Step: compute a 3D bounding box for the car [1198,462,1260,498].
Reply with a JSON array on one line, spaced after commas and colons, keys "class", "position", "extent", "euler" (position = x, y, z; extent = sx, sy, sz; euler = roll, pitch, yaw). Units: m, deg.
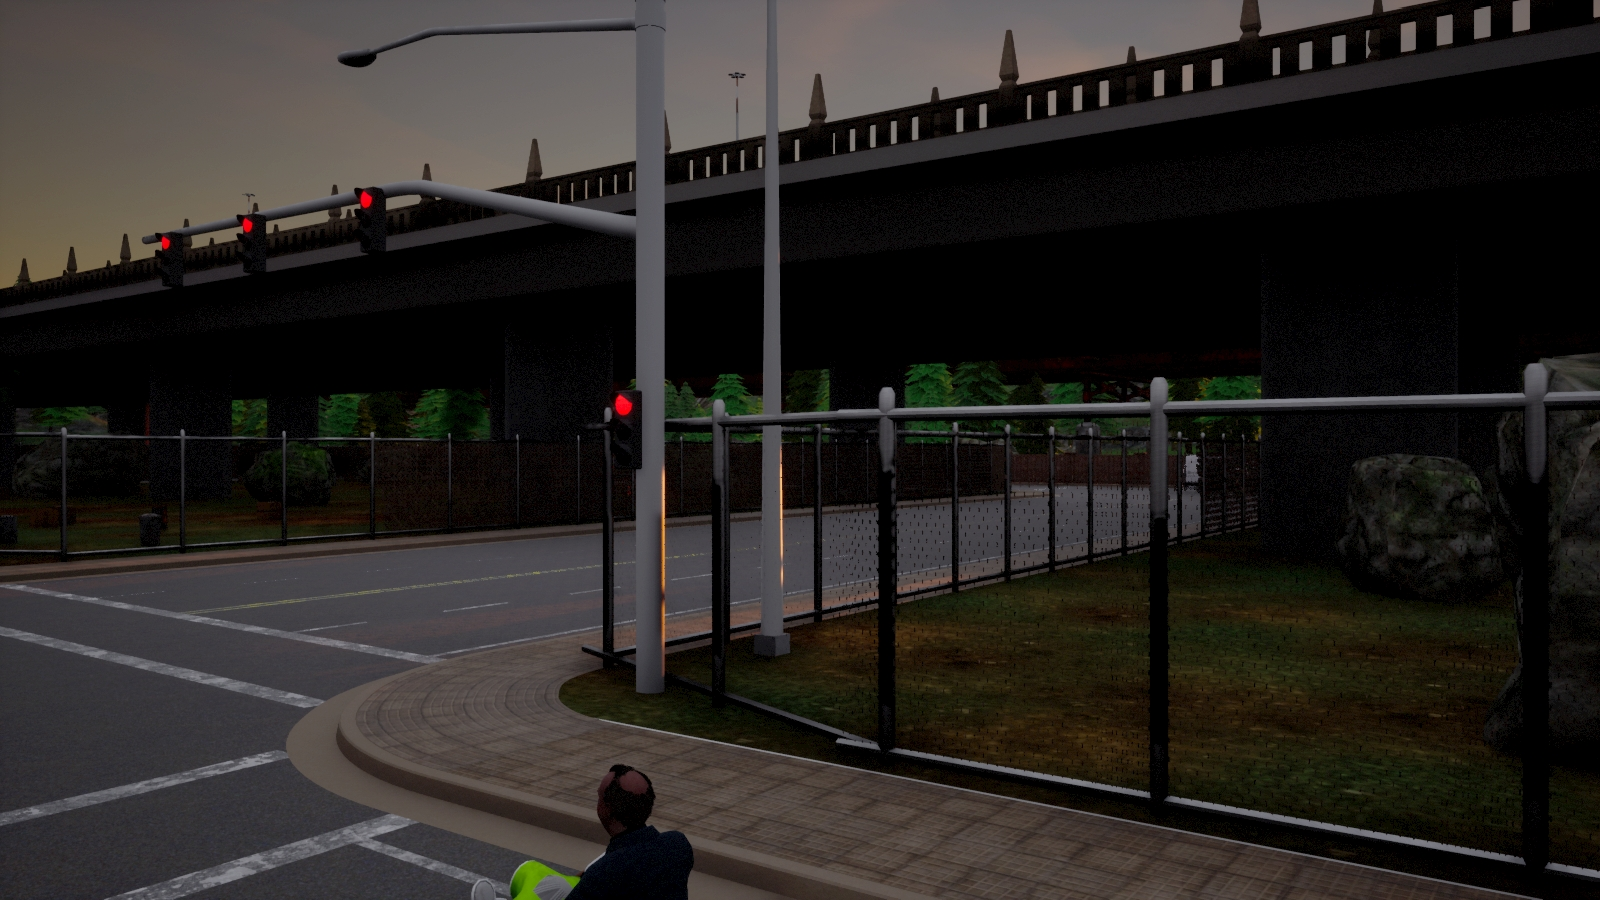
[{"class": "car", "position": [25.961, 1.779, 68.977], "extent": [2.150, 2.045, 5.566], "euler": [0, 0, 36]}]

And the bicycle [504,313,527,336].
[{"class": "bicycle", "position": [-17.847, -7.844, 71.691], "extent": [1.643, 1.296, 0.373], "euler": [0, 0, 35]}]
